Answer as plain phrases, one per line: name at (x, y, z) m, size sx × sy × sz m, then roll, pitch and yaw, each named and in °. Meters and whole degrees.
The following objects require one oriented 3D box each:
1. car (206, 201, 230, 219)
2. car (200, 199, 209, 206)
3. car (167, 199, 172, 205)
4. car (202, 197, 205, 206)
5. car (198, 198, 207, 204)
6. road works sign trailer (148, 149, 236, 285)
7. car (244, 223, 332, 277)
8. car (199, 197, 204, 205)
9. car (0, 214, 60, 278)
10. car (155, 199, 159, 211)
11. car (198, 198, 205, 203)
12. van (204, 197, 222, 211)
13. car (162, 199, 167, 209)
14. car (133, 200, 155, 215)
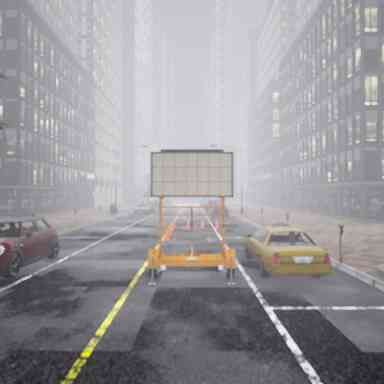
car at (2.683, 1.871, 32.951) m, size 1.947 × 1.339 × 4.313 m, roll 0°, pitch -1°, yaw 0°
car at (2.679, 2.206, 72.796) m, size 1.887 × 1.381 × 4.507 m, roll 0°, pitch 0°, yaw 0°
car at (-5.702, 2.277, 78.499) m, size 1.947 × 1.339 × 4.313 m, roll 0°, pitch 0°, yaw 0°
car at (2.681, 1.848, 44.338) m, size 1.967 × 1.590 × 4.097 m, roll 0°, pitch -1°, yaw 0°
car at (2.678, 2.310, 84.180) m, size 2.008 × 1.369 × 4.403 m, roll 0°, pitch 0°, yaw 0°
road works sign trailer at (-0.002, 0.556, 9.774) m, size 2.380 × 3.560 × 2.880 m, roll 0°, pitch -1°, yaw 0°
car at (2.685, 1.623, 10.355) m, size 1.752 × 1.417 × 4.829 m, roll 0°, pitch -1°, yaw 0°
car at (2.680, 2.143, 61.411) m, size 1.802 × 1.307 × 4.206 m, roll 0°, pitch -1°, yaw 0°
car at (-5.696, 1.537, 10.201) m, size 1.967 × 1.590 × 4.097 m, roll 0°, pitch -1°, yaw 0°
car at (-5.698, 1.991, 44.349) m, size 1.802 × 1.307 × 4.206 m, roll 0°, pitch -1°, yaw 0°
car at (2.677, 2.439, 95.565) m, size 1.802 × 1.307 × 4.206 m, roll 0°, pitch 0°, yaw 0°
van at (2.681, 1.698, 38.645) m, size 1.690 × 1.788 × 3.998 m, roll 0°, pitch -1°, yaw 0°
car at (-5.701, 1.952, 55.735) m, size 1.967 × 1.590 × 4.097 m, roll 0°, pitch -1°, yaw 0°
car at (-5.698, 1.881, 38.488) m, size 1.752 × 1.417 × 4.829 m, roll 0°, pitch -1°, yaw 0°
